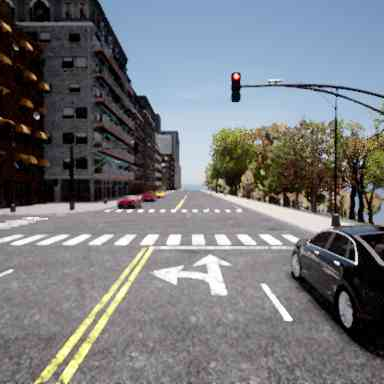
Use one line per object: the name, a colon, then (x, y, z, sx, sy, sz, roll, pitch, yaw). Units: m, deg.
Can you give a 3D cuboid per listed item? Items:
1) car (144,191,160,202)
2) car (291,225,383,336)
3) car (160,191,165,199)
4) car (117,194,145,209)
car: (-6.466, 0.728, 50.643, 1.882, 1.535, 5.008, 0, 1, 1)
car: (3.328, 1.405, 6.492, 1.837, 1.490, 4.892, 0, 1, 2)
car: (-6.368, 0.518, 65.395, 1.882, 1.535, 5.008, 0, 2, 0)
car: (-6.518, 1.080, 34.876, 1.895, 1.301, 4.718, 0, 1, 0)
